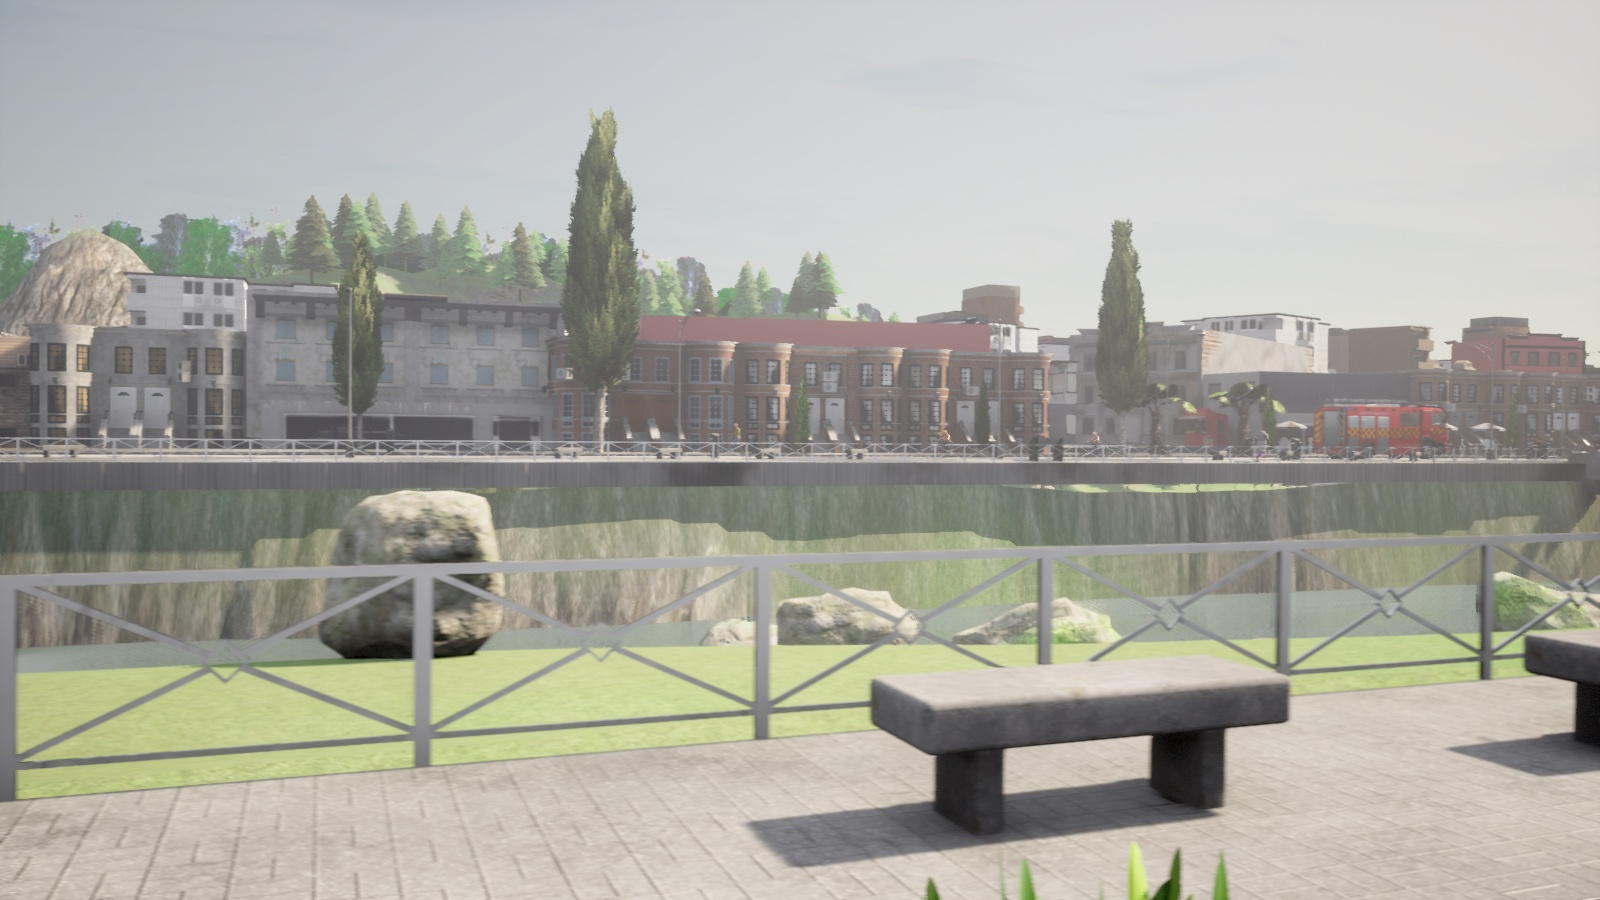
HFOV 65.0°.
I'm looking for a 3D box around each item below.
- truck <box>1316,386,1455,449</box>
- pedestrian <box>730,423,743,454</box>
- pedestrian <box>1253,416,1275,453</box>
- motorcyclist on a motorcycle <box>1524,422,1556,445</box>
[{"bbox_3d":[37.070,-2.061,79.519,8.468,3.827,2.891,-1,1,-21],"label":"truck"},{"bbox_3d":[-3.756,-0.661,74.300,0.706,1.836,0.354,-1,1,-20],"label":"pedestrian"},{"bbox_3d":[24.357,-0.821,65.924,0.873,1.952,0.659,-1,1,-23],"label":"pedestrian"},{"bbox_3d":[49.689,-1.129,84.328,2.044,1.523,0.797,-1,1,-21],"label":"motorcyclist on a motorcycle"}]
